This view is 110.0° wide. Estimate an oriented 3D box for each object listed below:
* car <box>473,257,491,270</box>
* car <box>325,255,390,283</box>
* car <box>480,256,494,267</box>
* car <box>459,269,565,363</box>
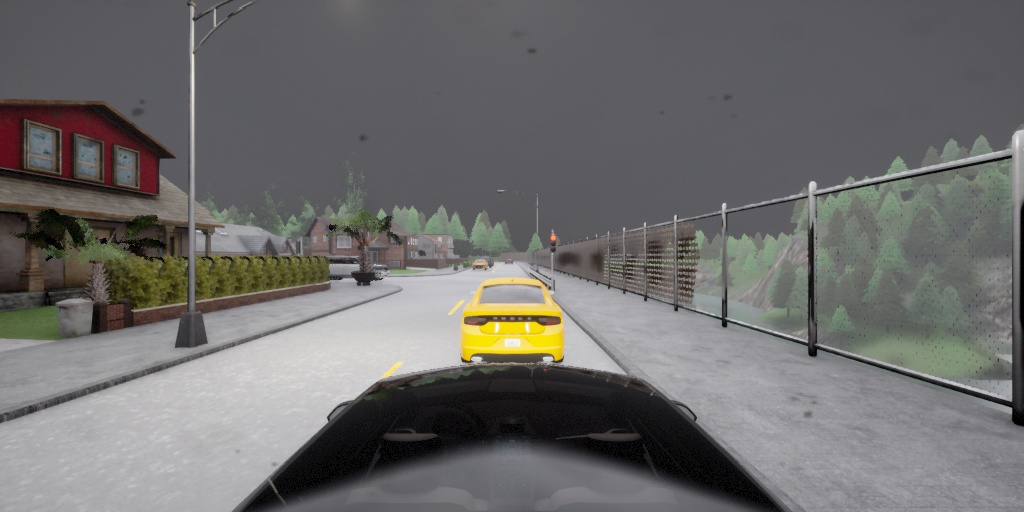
[{"bbox_3d":[-4.523,1.227,51.442,1.882,1.535,5.008,0,0,0],"label":"car"},{"bbox_3d":[-12.322,0.972,27.558,5.566,2.045,2.150,0,0,1],"label":"car"},{"bbox_3d":[-4.589,0.971,61.386,2.150,2.045,5.566,0,0,0],"label":"car"},{"bbox_3d":[0.005,1.228,8.183,1.882,1.535,5.008,0,0,0],"label":"car"}]
